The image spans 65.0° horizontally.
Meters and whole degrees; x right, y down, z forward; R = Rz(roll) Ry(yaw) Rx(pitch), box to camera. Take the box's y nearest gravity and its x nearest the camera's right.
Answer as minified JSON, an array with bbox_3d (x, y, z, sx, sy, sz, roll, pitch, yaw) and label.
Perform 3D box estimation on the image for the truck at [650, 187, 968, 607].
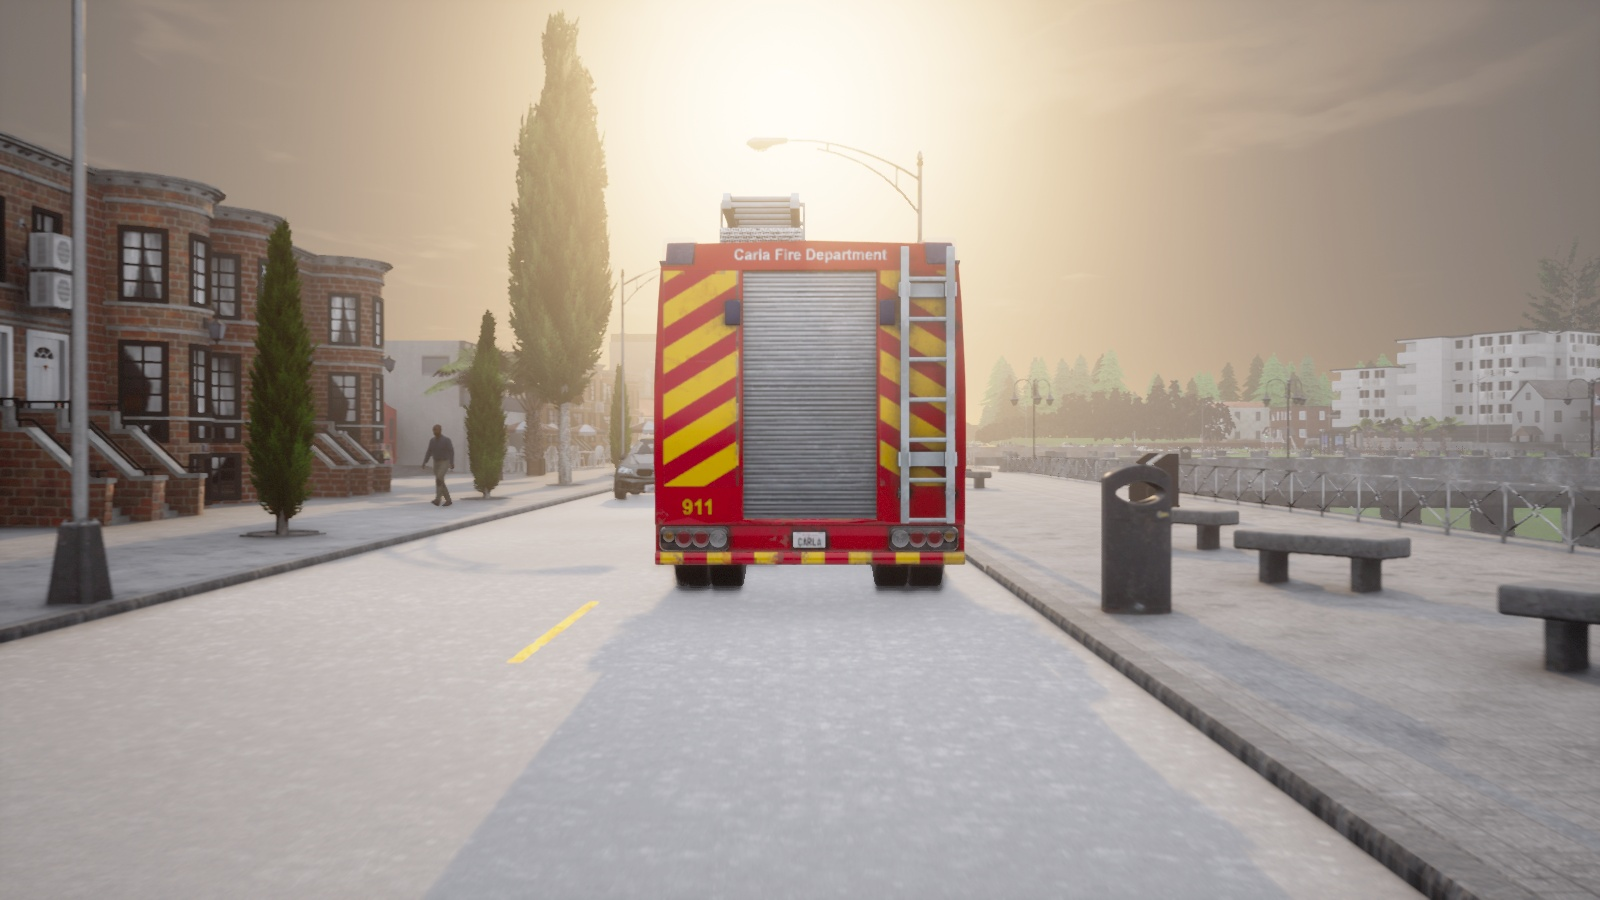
[{"bbox_3d":[0.104,-0.506,15.677,2.891,3.827,8.468,0,0,0],"label":"truck"}]

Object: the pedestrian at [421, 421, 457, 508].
[{"bbox_3d":[-7.761,0.298,26.996,0.370,1.835,0.726,0,0,22],"label":"pedestrian"}]

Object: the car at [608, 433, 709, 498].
[{"bbox_3d":[-3.793,0.393,34.494,2.242,1.667,4.611,0,0,0],"label":"car"}]
